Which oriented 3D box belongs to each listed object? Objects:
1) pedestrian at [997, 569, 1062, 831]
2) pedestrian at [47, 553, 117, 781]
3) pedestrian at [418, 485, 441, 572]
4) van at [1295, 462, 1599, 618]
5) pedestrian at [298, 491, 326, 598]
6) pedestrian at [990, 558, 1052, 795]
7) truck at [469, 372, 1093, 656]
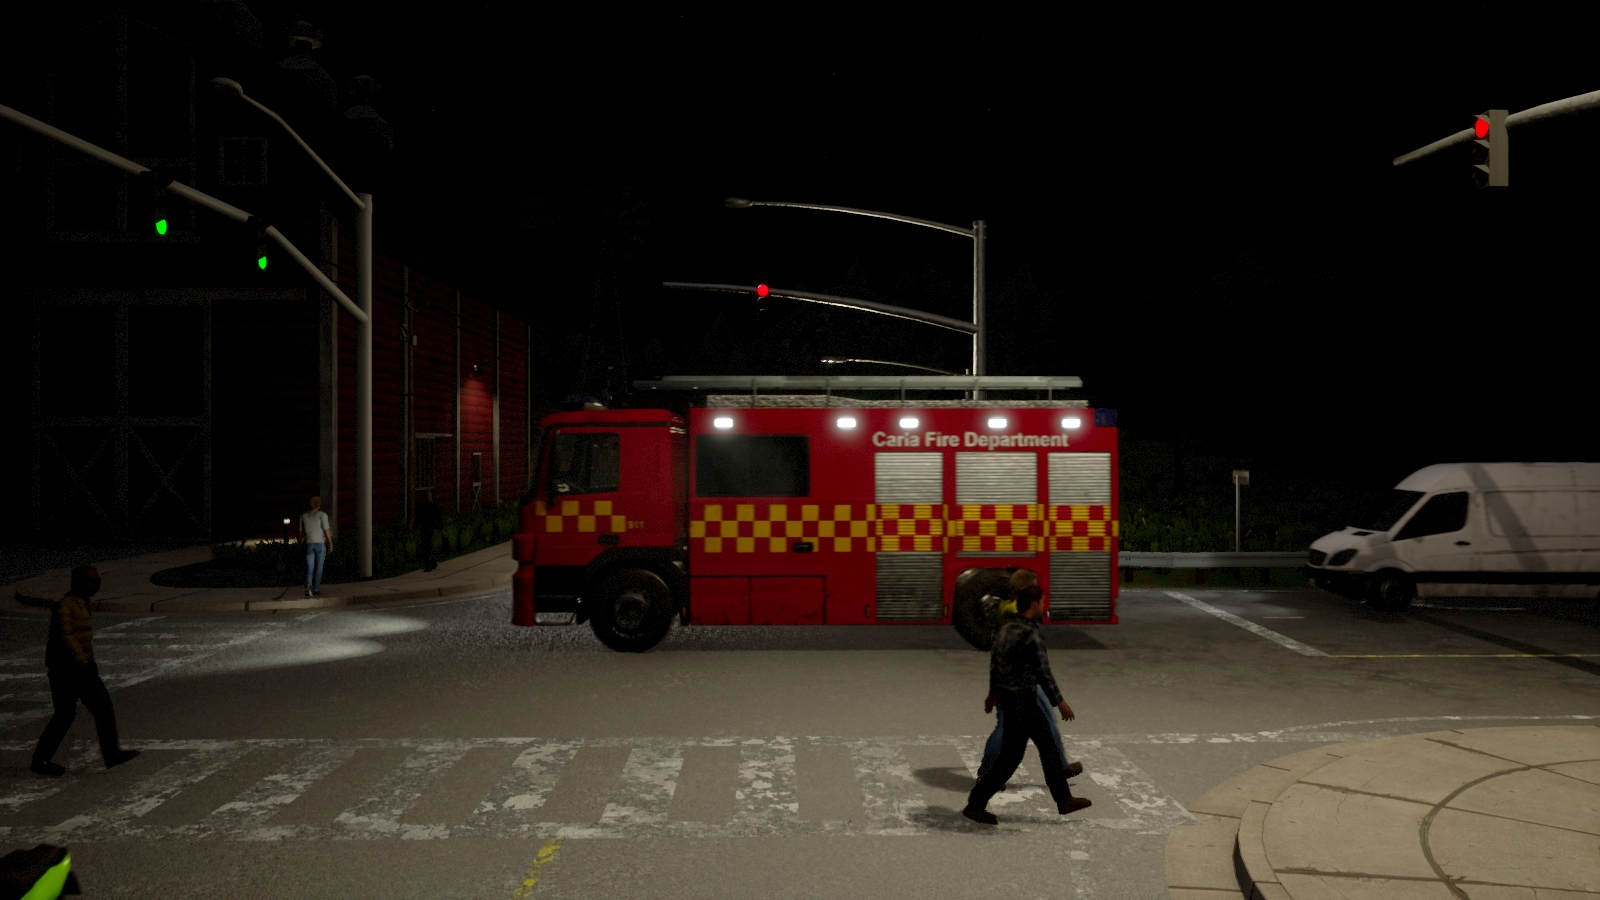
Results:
[{"bbox_3d":[1.703,1.839,8.510,0.375,1.860,0.375,0,0,-7],"label":"pedestrian"},{"bbox_3d":[-6.089,1.825,9.704,0.375,1.860,0.375,0,0,-6],"label":"pedestrian"},{"bbox_3d":[-7.972,1.681,24.613,0.375,1.860,0.375,0,0,0],"label":"pedestrian"},{"bbox_3d":[12.065,1.495,20.027,5.915,2.561,1.988,0,0,9],"label":"van"},{"bbox_3d":[-8.614,1.658,20.168,0.375,1.860,0.375,0,0,-9],"label":"pedestrian"},{"bbox_3d":[1.813,1.837,9.396,0.375,1.860,0.375,0,0,-16],"label":"pedestrian"},{"bbox_3d":[-0.264,0.868,16.930,8.468,3.827,2.891,0,0,-1],"label":"truck"}]
